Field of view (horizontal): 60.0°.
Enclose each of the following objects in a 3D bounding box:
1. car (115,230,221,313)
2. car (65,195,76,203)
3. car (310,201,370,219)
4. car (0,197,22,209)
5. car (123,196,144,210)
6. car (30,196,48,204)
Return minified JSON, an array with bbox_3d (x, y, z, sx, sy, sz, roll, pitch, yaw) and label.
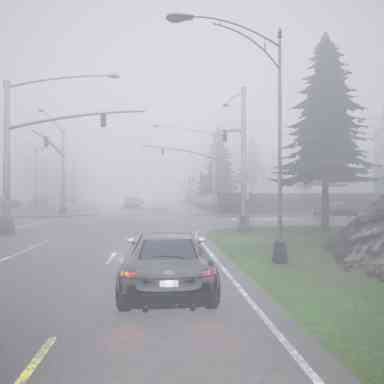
[{"bbox_3d":[-0.584,1.564,7.784,1.994,1.385,4.181,0,0,-5],"label":"car"},{"bbox_3d":[-23.754,1.374,64.361,1.845,1.501,3.633,0,0,-5],"label":"car"},{"bbox_3d":[12.626,1.491,28.457,4.902,1.511,2.128,0,0,-7],"label":"car"},{"bbox_3d":[-21.450,1.339,38.429,2.007,1.523,4.514,0,0,-5],"label":"car"},{"bbox_3d":[-7.743,1.352,43.154,2.097,1.767,4.553,0,0,-6],"label":"car"},{"bbox_3d":[-26.068,1.384,56.706,1.970,1.475,3.806,0,0,-5],"label":"car"}]
